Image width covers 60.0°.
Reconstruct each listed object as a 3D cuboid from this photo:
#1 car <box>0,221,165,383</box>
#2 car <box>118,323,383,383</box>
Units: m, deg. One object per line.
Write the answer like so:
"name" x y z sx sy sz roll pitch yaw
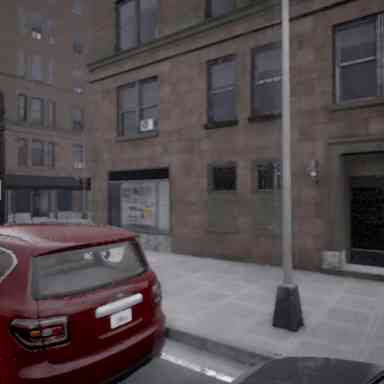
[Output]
"car" -2.648 1.356 4.698 5.009 1.841 2.192 -1 0 35
"car" 1.979 1.543 1.397 4.403 1.369 2.008 -1 0 35
